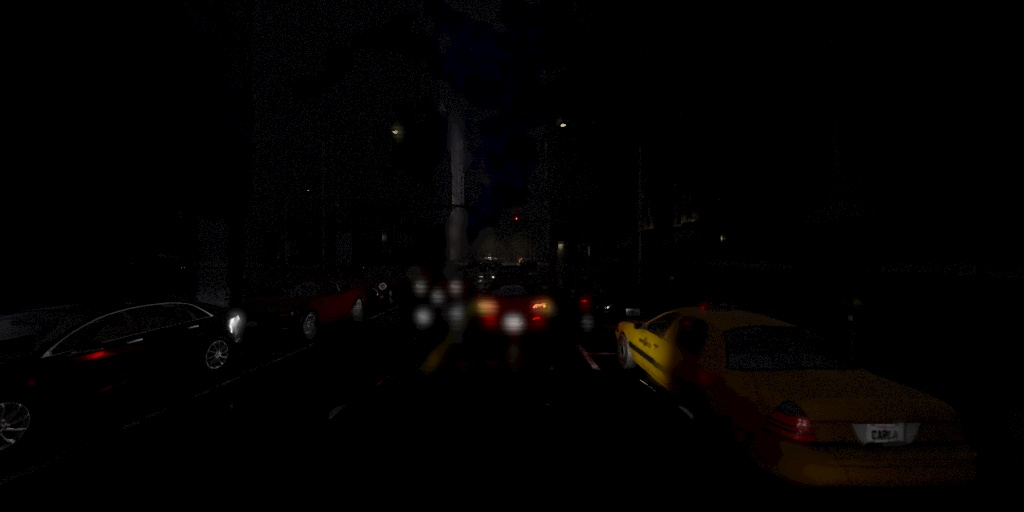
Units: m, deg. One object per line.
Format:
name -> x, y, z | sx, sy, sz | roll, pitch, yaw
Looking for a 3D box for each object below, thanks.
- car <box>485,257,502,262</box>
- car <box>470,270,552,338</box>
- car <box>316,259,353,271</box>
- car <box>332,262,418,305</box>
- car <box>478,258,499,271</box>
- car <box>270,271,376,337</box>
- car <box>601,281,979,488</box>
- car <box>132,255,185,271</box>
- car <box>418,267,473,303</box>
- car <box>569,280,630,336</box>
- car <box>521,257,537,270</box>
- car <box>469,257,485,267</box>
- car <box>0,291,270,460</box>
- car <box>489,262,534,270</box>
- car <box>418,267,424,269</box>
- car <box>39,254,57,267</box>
car -> -3.136, 1.325, 57.934 | 1.994, 1.385, 4.181 | 0, 0, 0
car -> 0.063, 1.275, 10.079 | 1.812, 1.442, 4.674 | 0, 0, 0
car -> -15.313, 1.005, 32.690 | 4.674, 1.442, 1.812 | 1, 0, -2
car -> -5.774, 1.190, 15.692 | 1.967, 1.591, 4.097 | 0, 0, 0
car -> -3.140, 1.283, 47.966 | 1.812, 1.442, 4.674 | 0, 0, 0
car -> -5.769, 1.295, 10.235 | 1.888, 1.381, 4.507 | 0, 0, 0
car -> 2.761, 1.275, 4.958 | 1.751, 1.417, 4.829 | 0, 0, 0
car -> -31.495, 0.668, 32.565 | 4.892, 1.490, 1.837 | 2, 0, 0
car -> -2.953, 1.351, 16.780 | 1.895, 1.301, 4.718 | 0, 0, 2
car -> 2.756, 1.315, 10.245 | 1.948, 1.339, 4.313 | 0, 0, 0
car -> 2.716, 1.199, 53.127 | 1.967, 1.591, 4.097 | 0, 0, 0
car -> -5.814, 1.076, 58.556 | 2.192, 1.841, 5.009 | 0, 0, 0
car -> -5.764, 1.300, 4.778 | 2.007, 1.370, 4.403 | 0, 0, 0
car -> 0.003, 1.255, 18.946 | 1.837, 1.490, 4.892 | 0, 0, 0
car -> -5.779, 1.276, 20.979 | 1.751, 1.417, 4.829 | 0, 0, 0
car -> -48.219, 0.415, 35.663 | 4.181, 1.385, 1.994 | 1, 0, 0
